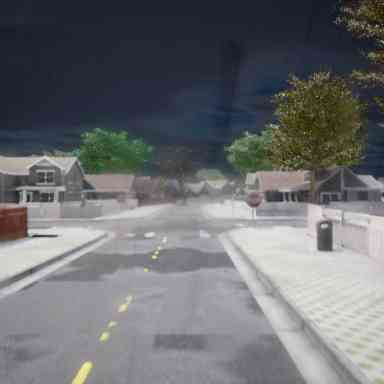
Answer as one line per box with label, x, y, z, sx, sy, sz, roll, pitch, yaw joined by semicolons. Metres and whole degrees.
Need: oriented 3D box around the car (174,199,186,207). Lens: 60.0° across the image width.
car;-2.301;2.203;66.607;2.128;1.511;4.902;0;0;6
